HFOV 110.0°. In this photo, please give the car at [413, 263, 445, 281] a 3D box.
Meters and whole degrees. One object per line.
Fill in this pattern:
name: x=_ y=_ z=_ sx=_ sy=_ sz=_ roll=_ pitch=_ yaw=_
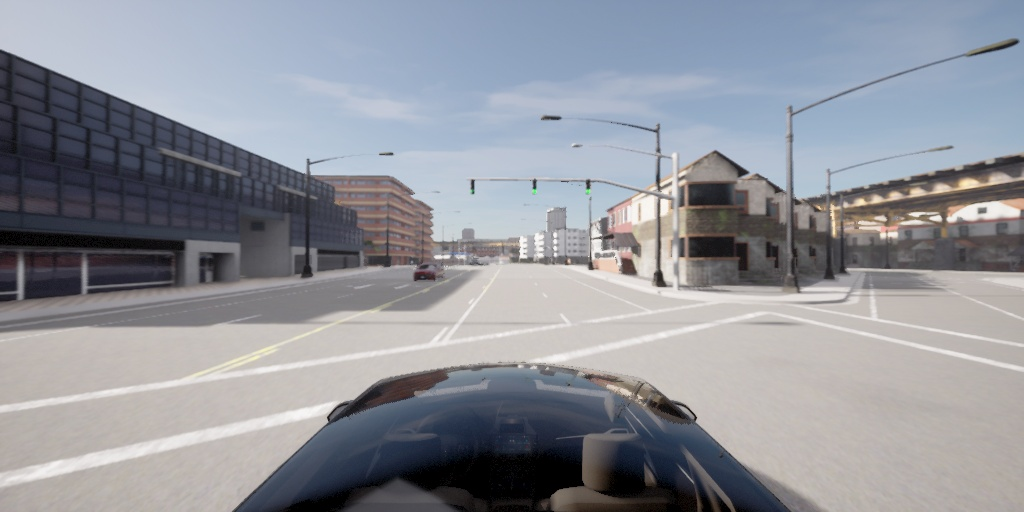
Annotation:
car: x=-6.994 y=1.313 z=30.533 sx=1.882 sy=1.535 sz=5.008 roll=0 pitch=2 yaw=0
